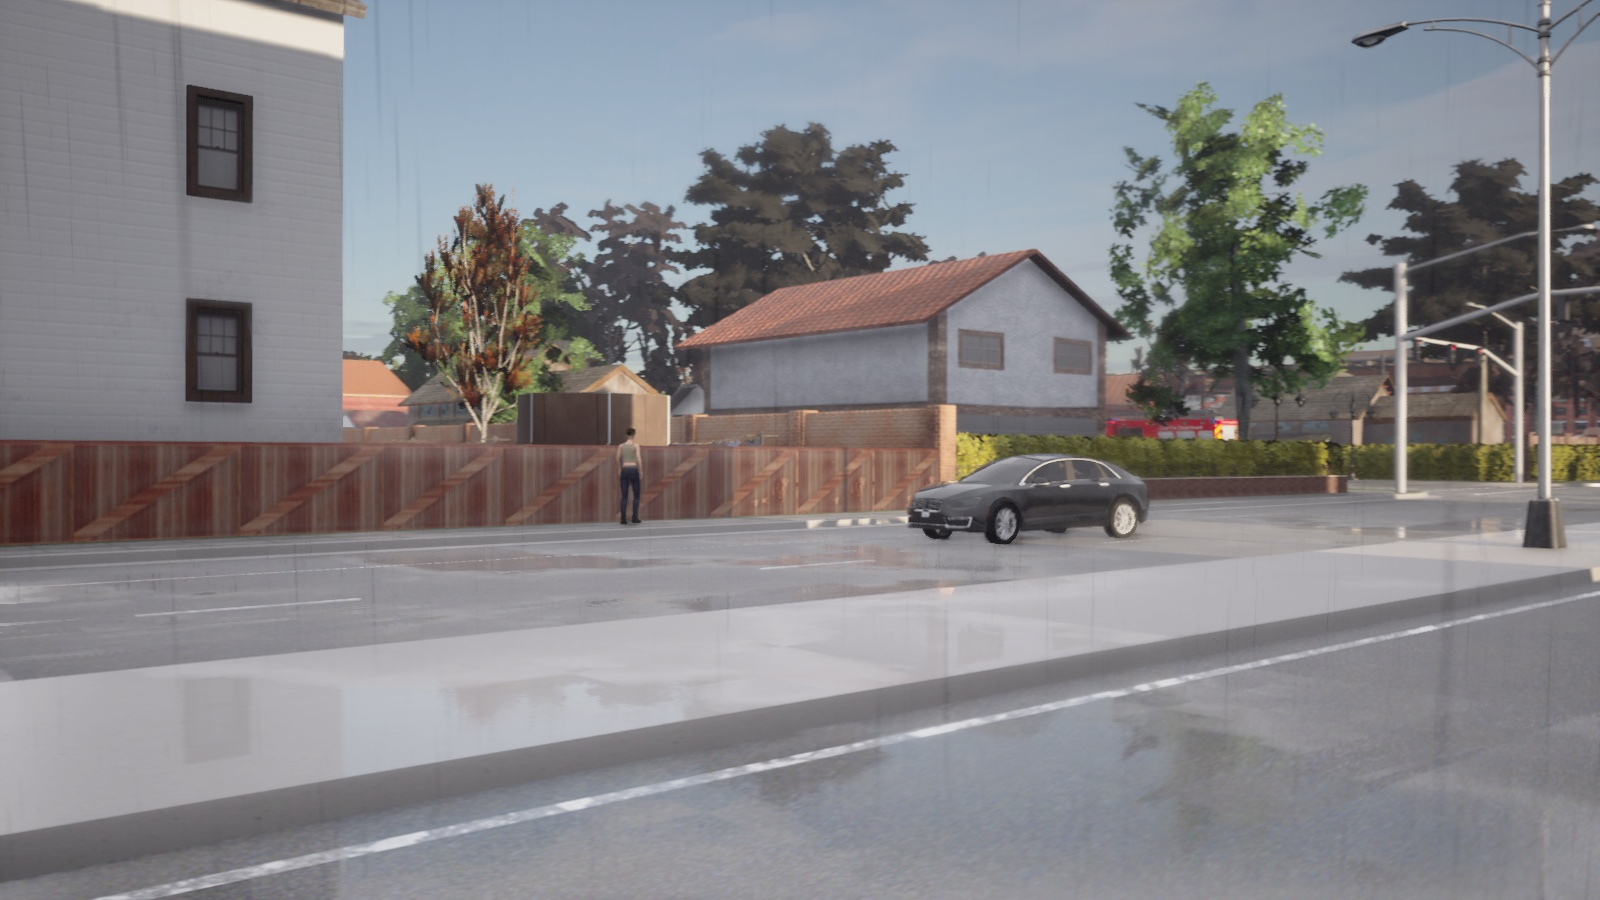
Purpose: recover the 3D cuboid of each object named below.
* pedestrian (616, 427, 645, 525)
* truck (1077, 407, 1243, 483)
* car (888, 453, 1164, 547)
[{"bbox_3d":[-3.214,0.493,23.808,0.345,1.836,0.594,0,0,14],"label":"pedestrian"},{"bbox_3d":[19.411,-0.236,68.206,2.891,3.827,8.468,0,0,-41],"label":"truck"},{"bbox_3d":[4.061,0.816,22.203,4.892,1.490,1.837,0,-1,-34],"label":"car"}]
